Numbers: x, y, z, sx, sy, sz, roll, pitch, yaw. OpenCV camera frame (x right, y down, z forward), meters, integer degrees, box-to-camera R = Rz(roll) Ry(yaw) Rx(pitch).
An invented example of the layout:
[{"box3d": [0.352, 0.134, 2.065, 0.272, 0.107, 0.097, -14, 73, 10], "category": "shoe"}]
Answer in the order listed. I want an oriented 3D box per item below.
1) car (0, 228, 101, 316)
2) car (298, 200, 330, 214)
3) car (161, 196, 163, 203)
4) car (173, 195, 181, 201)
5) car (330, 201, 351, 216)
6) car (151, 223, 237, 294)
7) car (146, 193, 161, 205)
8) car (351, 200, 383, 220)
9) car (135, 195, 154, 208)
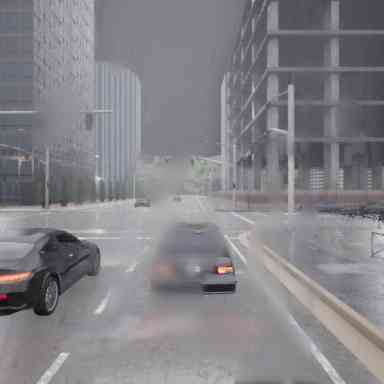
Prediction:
[{"box3d": [-3.457, 1.526, 7.382, 1.812, 1.442, 4.674, 0, 0, 0], "category": "car"}, {"box3d": [12.964, 1.509, 33.698, 4.181, 1.385, 1.994, 0, 0, 0], "category": "car"}, {"box3d": [-7.170, 1.352, 68.298, 2.097, 1.767, 4.553, 0, 0, 0], "category": "car"}, {"box3d": [-3.691, 1.540, 80.914, 2.033, 1.411, 5.357, 0, 0, 0], "category": "car"}, {"box3d": [15.833, 1.492, 30.215, 5.357, 1.411, 2.033, 0, 0, 0], "category": "car"}, {"box3d": [0.050, 1.547, 8.900, 2.033, 1.411, 5.357, 0, 0, 0], "category": "car"}, {"box3d": [-7.215, 1.221, 58.476, 2.150, 2.045, 5.566, 0, 0, 0], "category": "car"}, {"box3d": [15.742, 1.449, 26.511, 4.892, 1.490, 1.837, 0, 0, 0], "category": "car"}, {"box3d": [-7.212, 1.564, 49.157, 1.994, 1.385, 4.181, 0, 0, 0], "category": "car"}]
